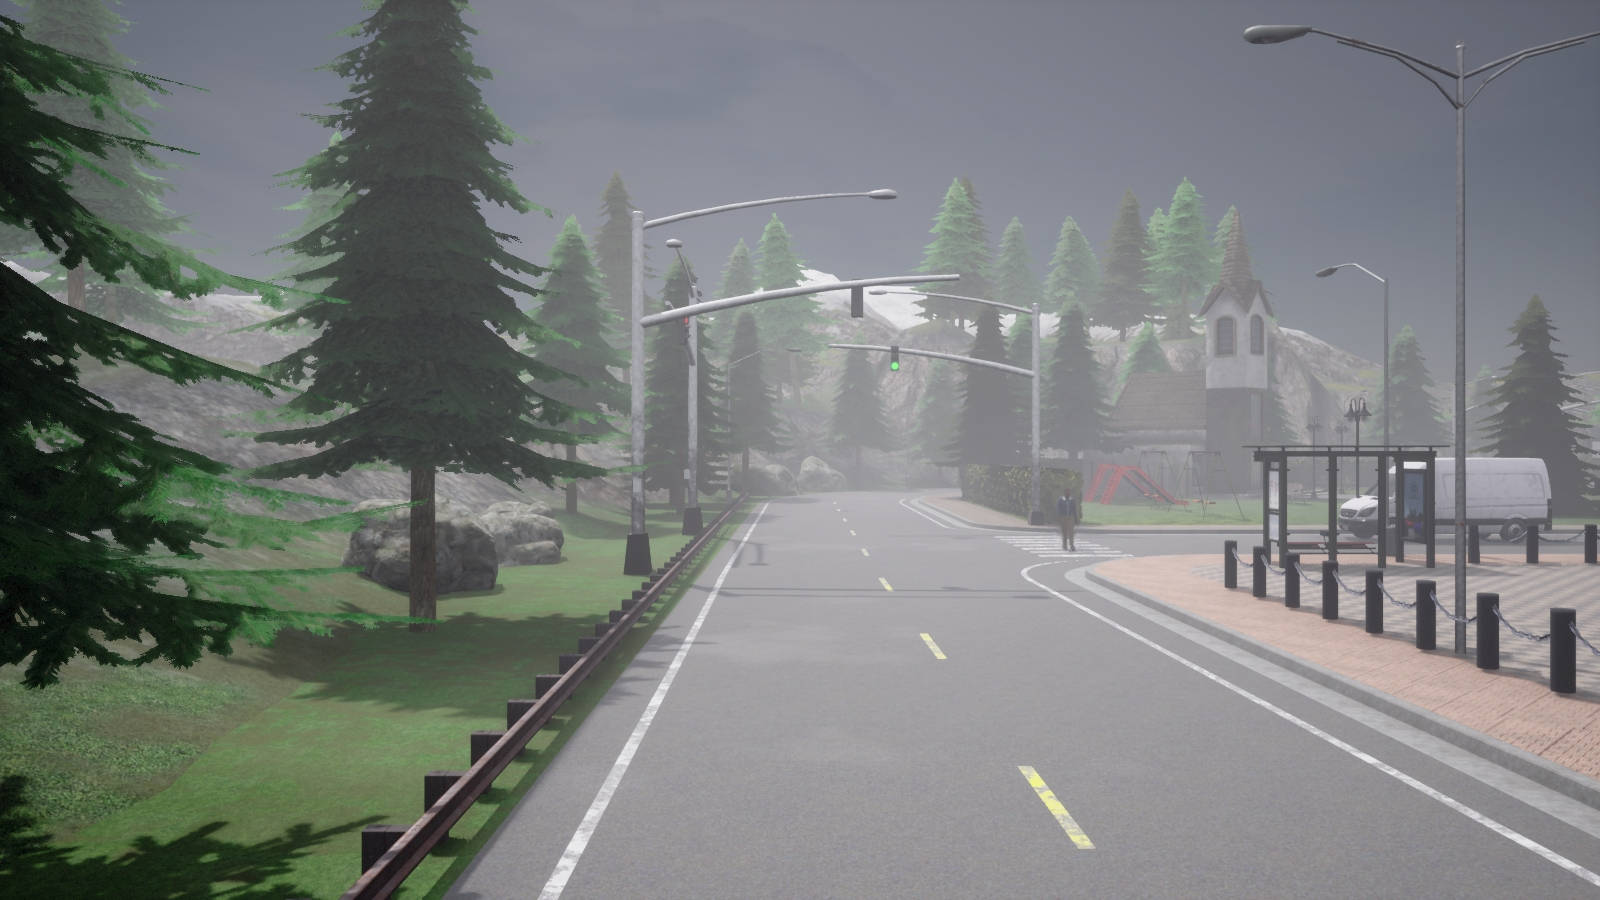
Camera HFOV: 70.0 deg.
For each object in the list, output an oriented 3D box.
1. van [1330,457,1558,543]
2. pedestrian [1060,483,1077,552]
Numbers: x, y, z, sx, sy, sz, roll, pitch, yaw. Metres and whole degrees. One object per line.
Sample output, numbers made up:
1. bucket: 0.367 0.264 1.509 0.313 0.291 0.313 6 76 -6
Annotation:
1. van: 19.746 1.515 35.223 5.915 2.561 1.988 0 0 0
2. pedestrian: 7.336 1.833 31.236 0.375 1.860 0.375 0 0 0
